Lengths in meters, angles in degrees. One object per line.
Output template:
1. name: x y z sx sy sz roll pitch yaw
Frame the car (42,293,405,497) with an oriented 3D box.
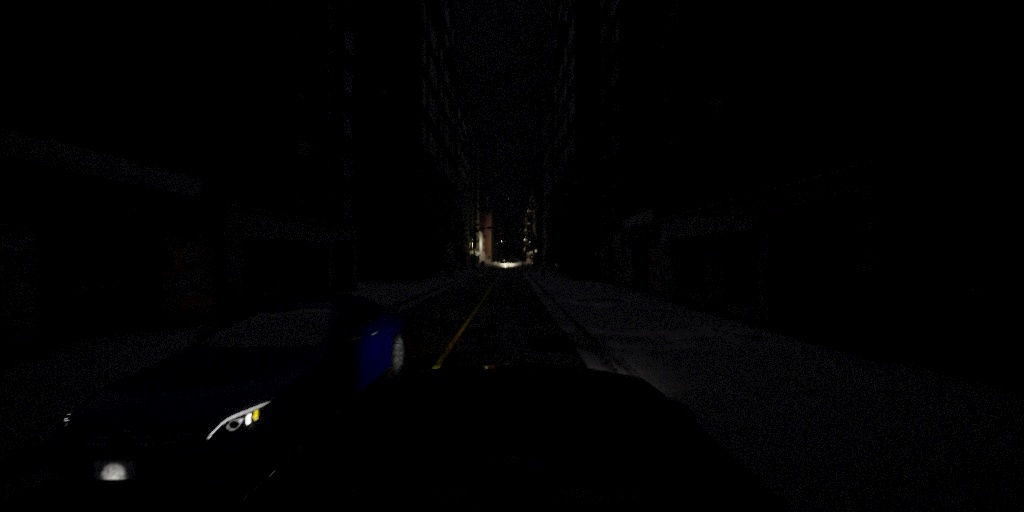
1. car: -2.851 1.290 4.900 1.812 1.442 4.674 0 0 0
